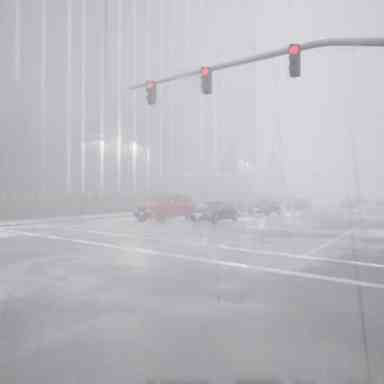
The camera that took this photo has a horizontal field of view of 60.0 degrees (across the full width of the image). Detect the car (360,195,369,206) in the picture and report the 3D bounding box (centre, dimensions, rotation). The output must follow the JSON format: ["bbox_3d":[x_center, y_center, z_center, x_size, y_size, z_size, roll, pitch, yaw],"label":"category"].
[{"bbox_3d":[27.459,1.301,54.300,2.097,1.767,4.553,0,0,35],"label":"car"}]

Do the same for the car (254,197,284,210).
[{"bbox_3d":[9.696,1.387,41.425,1.882,1.535,5.008,0,0,35],"label":"car"}]

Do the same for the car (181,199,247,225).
[{"bbox_3d":[1.729,1.421,23.948,2.128,1.511,4.902,0,0,35],"label":"car"}]

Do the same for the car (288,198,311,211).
[{"bbox_3d":[12.776,1.420,39.721,2.128,1.511,4.902,0,0,35],"label":"car"}]

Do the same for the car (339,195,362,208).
[{"bbox_3d":[21.731,1.513,46.106,1.994,1.385,4.181,0,0,35],"label":"car"}]

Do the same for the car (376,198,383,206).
[{"bbox_3d":[29.698,1.570,51.393,1.895,1.301,4.718,0,0,34],"label":"car"}]

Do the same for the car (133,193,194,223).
[{"bbox_3d":[-1.863,1.131,24.903,2.150,2.045,5.566,0,0,35],"label":"car"}]

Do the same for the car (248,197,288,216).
[{"bbox_3d":[6.952,1.421,31.412,2.128,1.511,4.902,0,0,35],"label":"car"}]

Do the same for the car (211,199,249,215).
[{"bbox_3d":[3.853,1.473,33.082,1.994,1.385,4.181,0,0,35],"label":"car"}]
